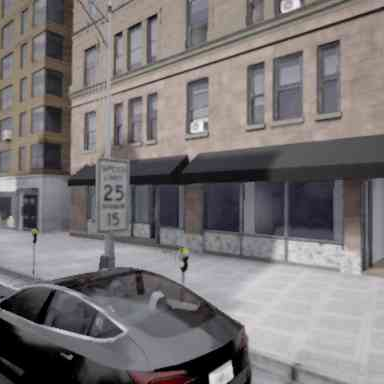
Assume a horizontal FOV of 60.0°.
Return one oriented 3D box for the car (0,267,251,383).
[{"bbox_3d":[-1.330,1.664,4.238,4.313,1.339,1.947,-1,-1,40],"label":"car"}]
